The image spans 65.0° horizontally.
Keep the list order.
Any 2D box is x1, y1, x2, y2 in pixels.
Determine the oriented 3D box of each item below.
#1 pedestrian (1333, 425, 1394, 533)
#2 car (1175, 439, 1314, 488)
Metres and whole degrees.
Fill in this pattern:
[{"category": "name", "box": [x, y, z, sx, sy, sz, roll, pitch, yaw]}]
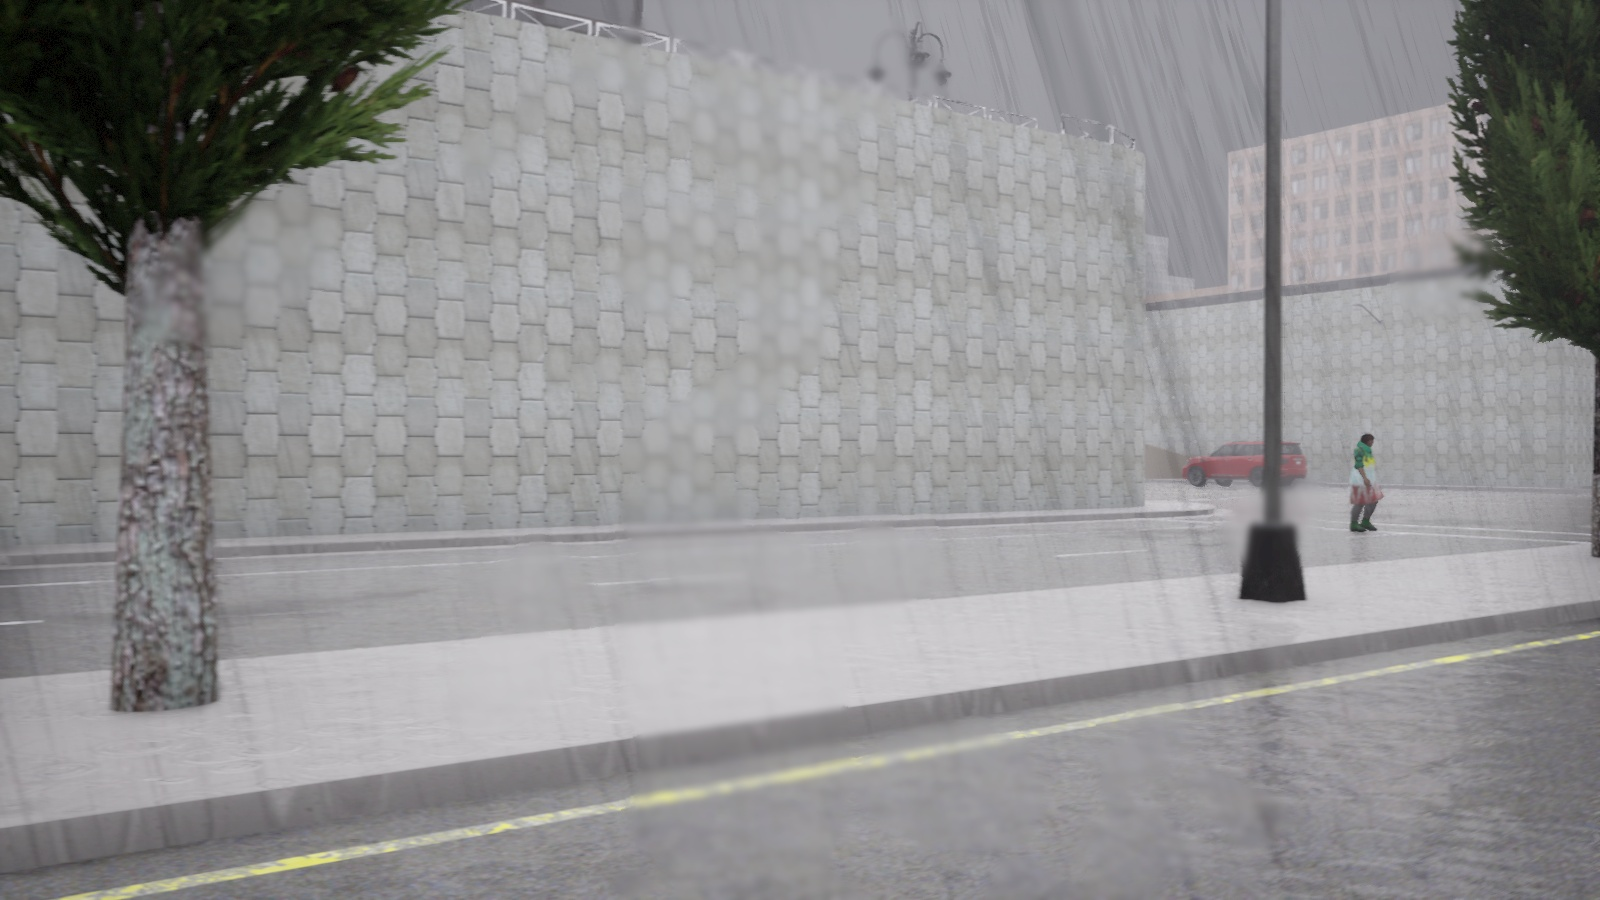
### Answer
[{"category": "pedestrian", "box": [10.400, 0.531, 23.180, 0.873, 1.952, 0.659, 0, 0, 43]}, {"category": "car", "box": [19.456, 0.558, 55.260, 2.150, 2.045, 5.566, 0, 0, -34]}]
